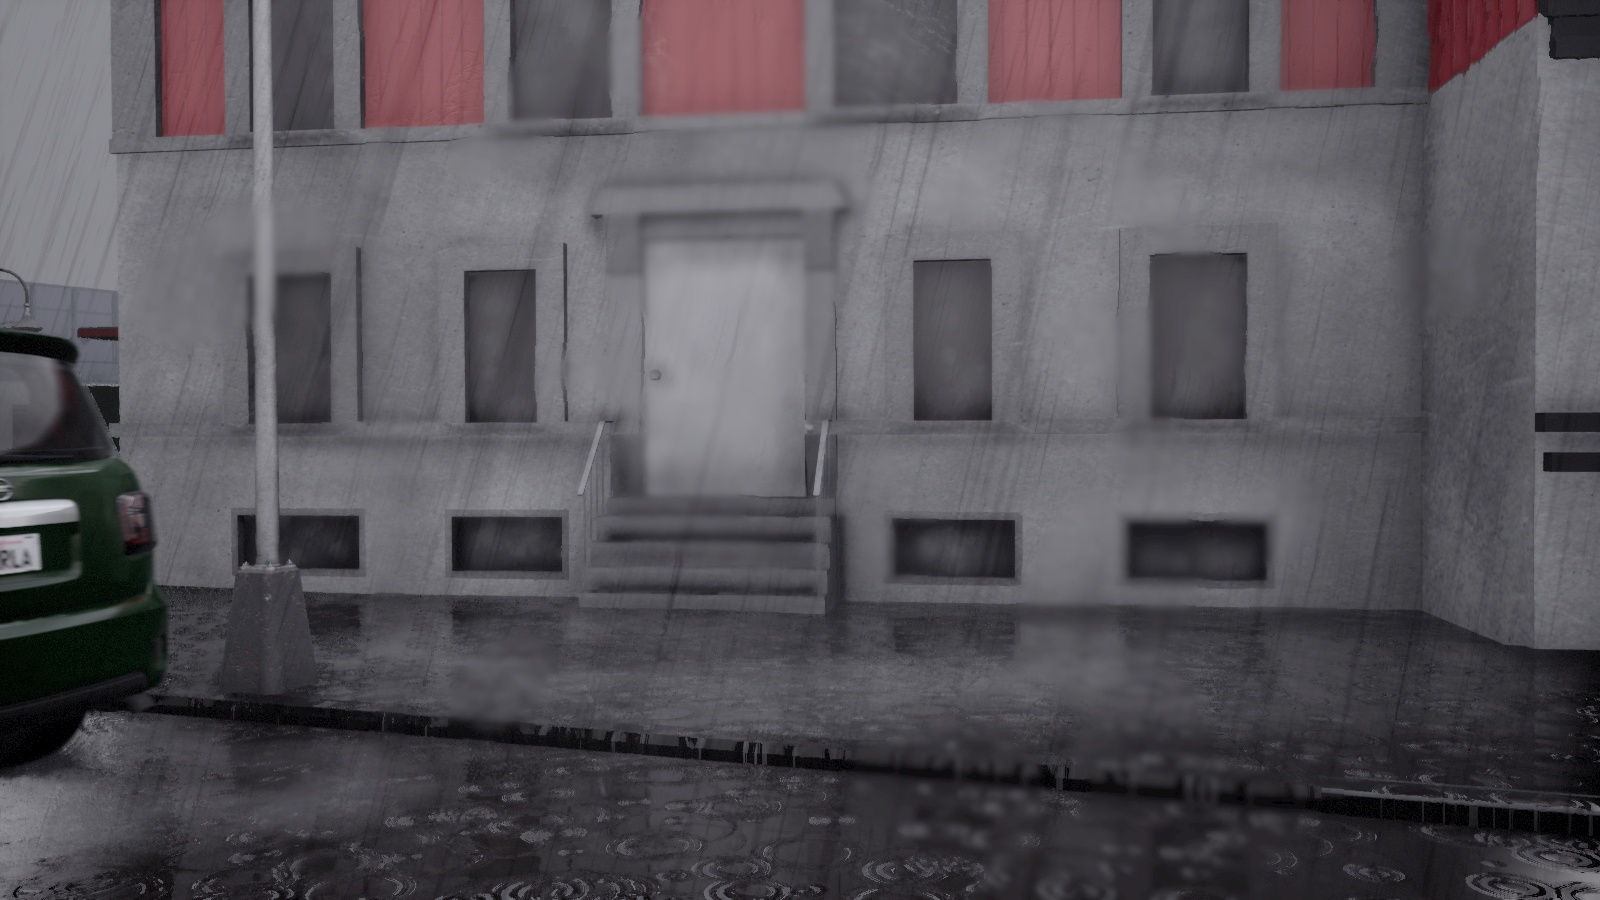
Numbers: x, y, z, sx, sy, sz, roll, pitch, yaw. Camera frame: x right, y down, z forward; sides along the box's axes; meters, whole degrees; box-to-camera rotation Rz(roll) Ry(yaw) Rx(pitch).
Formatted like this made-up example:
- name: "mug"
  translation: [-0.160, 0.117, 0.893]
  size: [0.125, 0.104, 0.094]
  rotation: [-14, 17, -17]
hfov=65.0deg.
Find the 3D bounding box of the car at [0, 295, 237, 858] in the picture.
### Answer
- name: "car"
  translation: [-5.520, 0.437, 5.508]
  size: [5.566, 2.045, 2.150]
  rotation: [1, 1, 18]
